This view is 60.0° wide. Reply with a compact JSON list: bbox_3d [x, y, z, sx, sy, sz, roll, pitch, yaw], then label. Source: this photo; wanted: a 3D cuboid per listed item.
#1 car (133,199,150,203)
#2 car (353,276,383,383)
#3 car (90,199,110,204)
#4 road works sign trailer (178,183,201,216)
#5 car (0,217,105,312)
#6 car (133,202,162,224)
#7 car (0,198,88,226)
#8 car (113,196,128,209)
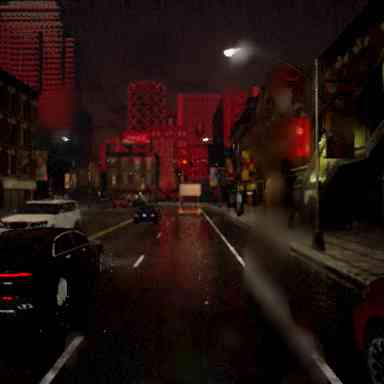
[{"bbox_3d":[-9.473,2.081,59.957,1.882,1.535,5.008,0,-1,-19],"label":"car"},{"bbox_3d":[3.046,1.245,1.673,2.435,2.045,5.566,0,-1,-1],"label":"car"},{"bbox_3d":[-24.482,2.505,89.923,4.718,1.301,1.895,0,-1,29],"label":"car"},{"bbox_3d":[-0.213,0.830,36.716,2.380,3.560,2.880,0,-1,0],"label":"road works sign trailer"},{"bbox_3d":[-3.450,1.587,7.880,1.837,1.490,4.892,0,0,0],"label":"car"},{"bbox_3d":[-3.555,1.822,27.246,2.033,1.411,5.357,0,-1,0],"label":"car"},{"bbox_3d":[-7.192,1.390,16.394,2.150,2.045,5.566,0,-1,0],"label":"car"},{"bbox_3d":[-12.575,1.809,58.362,2.150,2.045,5.566,0,-1,-18],"label":"car"}]
